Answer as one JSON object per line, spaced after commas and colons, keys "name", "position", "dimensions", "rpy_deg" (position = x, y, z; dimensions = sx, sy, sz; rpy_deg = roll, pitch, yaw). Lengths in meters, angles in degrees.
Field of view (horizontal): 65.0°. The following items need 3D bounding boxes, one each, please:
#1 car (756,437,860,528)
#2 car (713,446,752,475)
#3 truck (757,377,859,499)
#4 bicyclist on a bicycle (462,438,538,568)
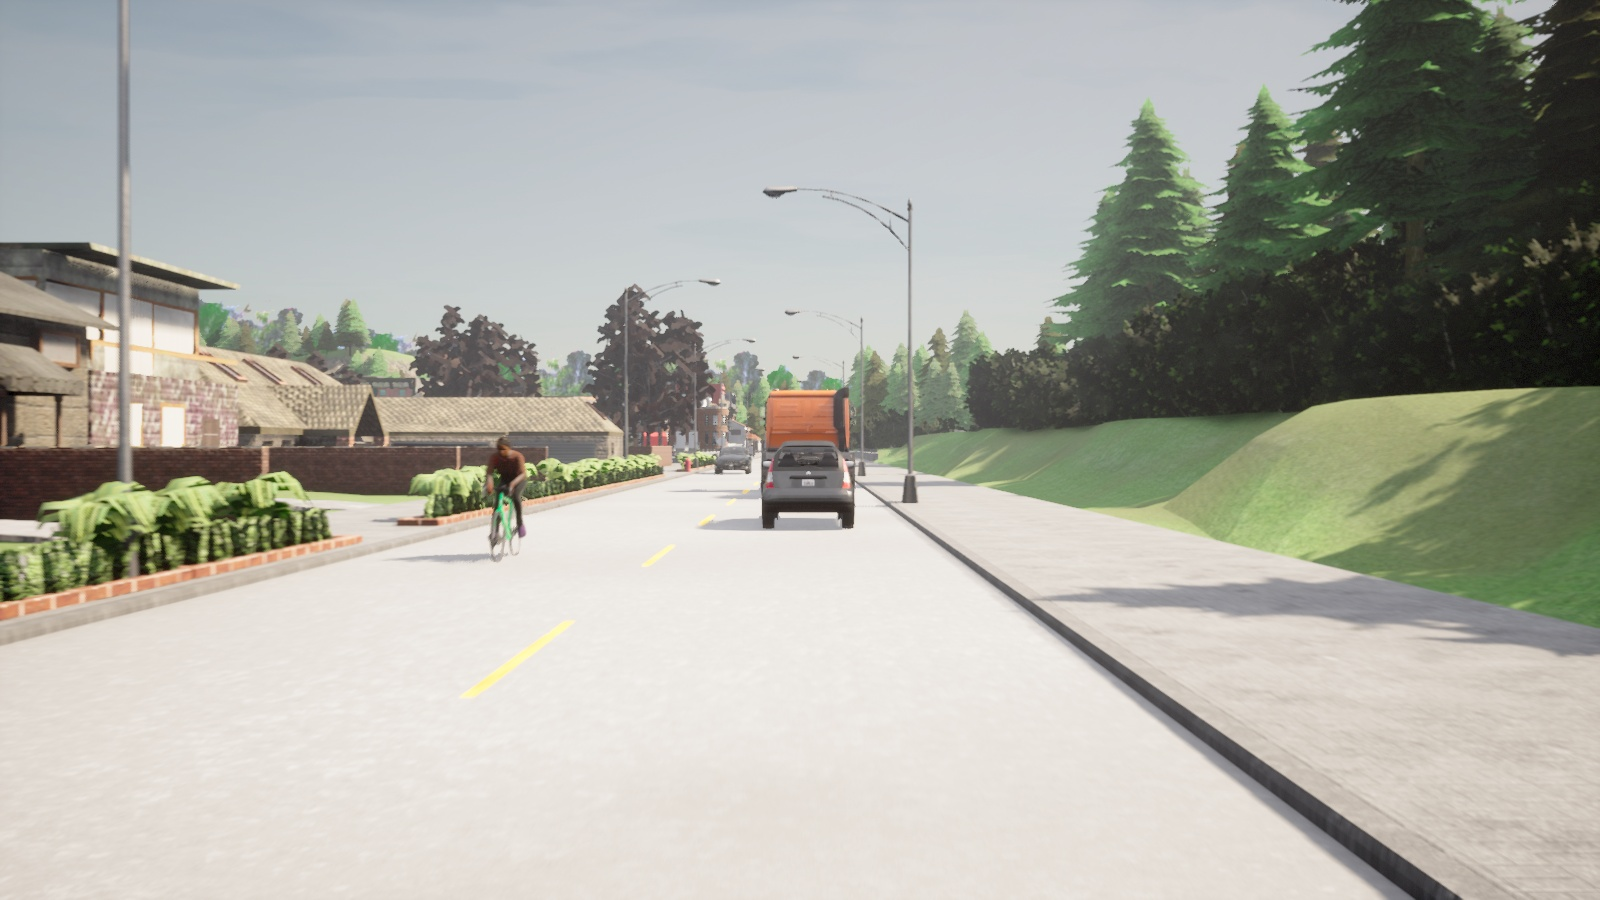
{"name": "car", "position": [0.156, 0.575, 24.319], "dimensions": [1.851, 1.617, 3.988], "rpy_deg": [0, 0, 0]}
{"name": "car", "position": [-3.606, 0.553, 67.901], "dimensions": [1.837, 1.490, 4.892], "rpy_deg": [0, 0, 0]}
{"name": "truck", "position": [0.243, -0.349, 39.551], "dimensions": [2.891, 3.462, 7.936], "rpy_deg": [0, 0, 0]}
{"name": "bicyclist on a bicycle", "position": [-3.890, 0.649, 16.391], "dimensions": [0.582, 1.620, 1.656], "rpy_deg": [0, 0, 0]}
